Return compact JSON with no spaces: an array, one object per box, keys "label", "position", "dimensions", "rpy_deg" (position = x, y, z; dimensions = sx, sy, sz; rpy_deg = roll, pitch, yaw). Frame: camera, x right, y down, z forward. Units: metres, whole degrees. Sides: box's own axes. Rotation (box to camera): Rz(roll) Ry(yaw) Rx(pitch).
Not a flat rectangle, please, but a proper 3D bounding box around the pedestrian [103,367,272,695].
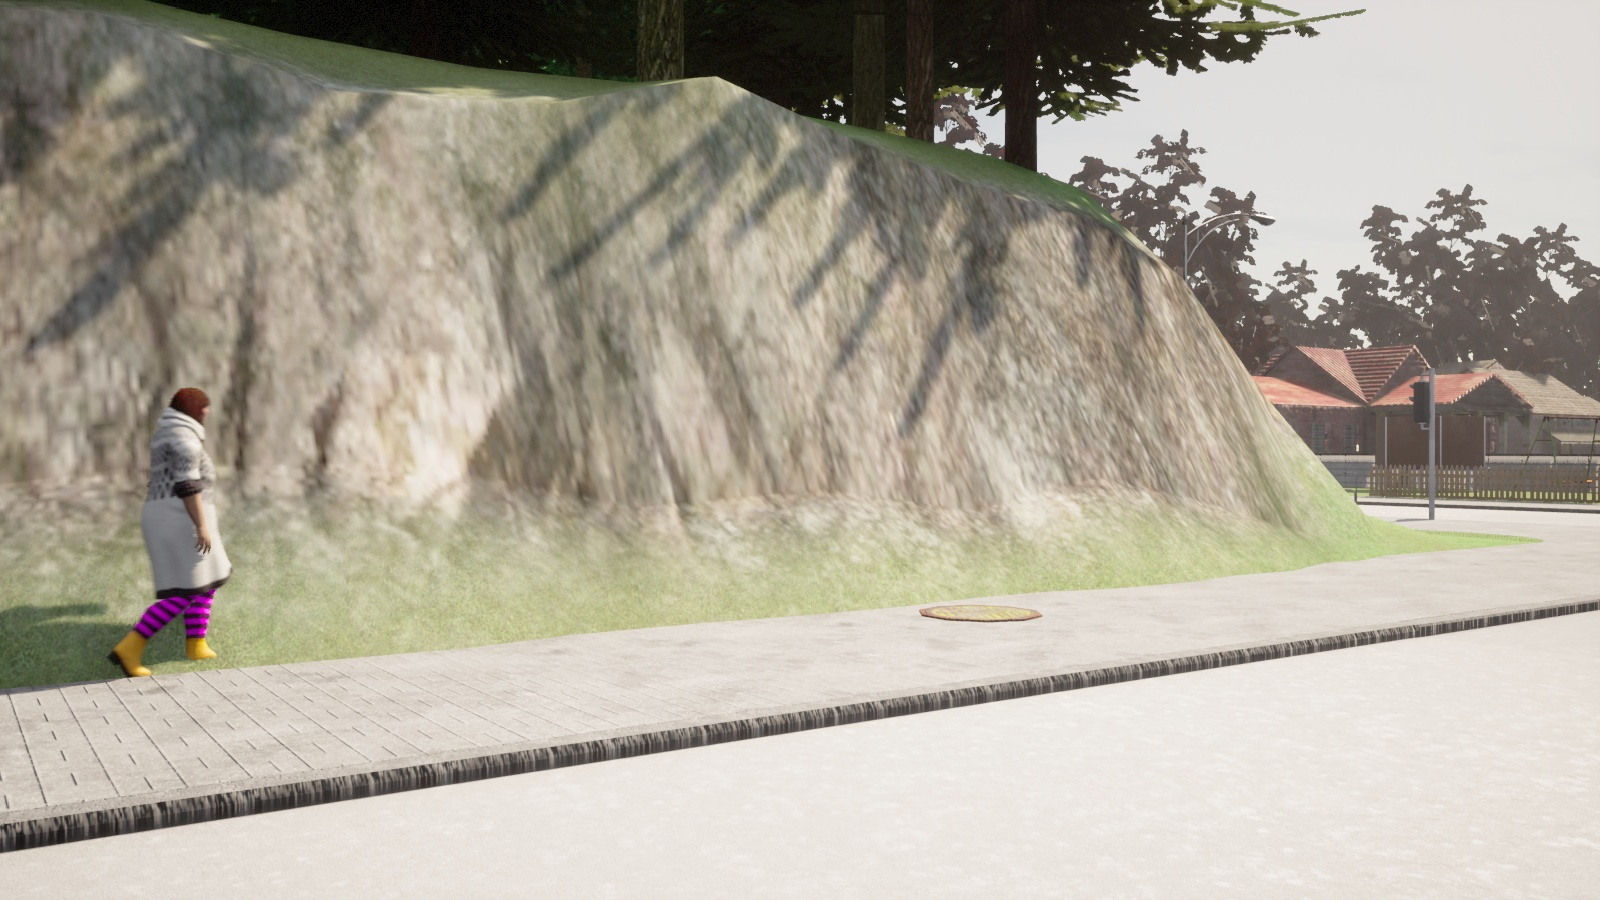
[{"label":"pedestrian","position":[-3.896,0.483,7.982],"dimensions":[0.873,1.952,0.659],"rpy_deg":[0,0,-35]}]
